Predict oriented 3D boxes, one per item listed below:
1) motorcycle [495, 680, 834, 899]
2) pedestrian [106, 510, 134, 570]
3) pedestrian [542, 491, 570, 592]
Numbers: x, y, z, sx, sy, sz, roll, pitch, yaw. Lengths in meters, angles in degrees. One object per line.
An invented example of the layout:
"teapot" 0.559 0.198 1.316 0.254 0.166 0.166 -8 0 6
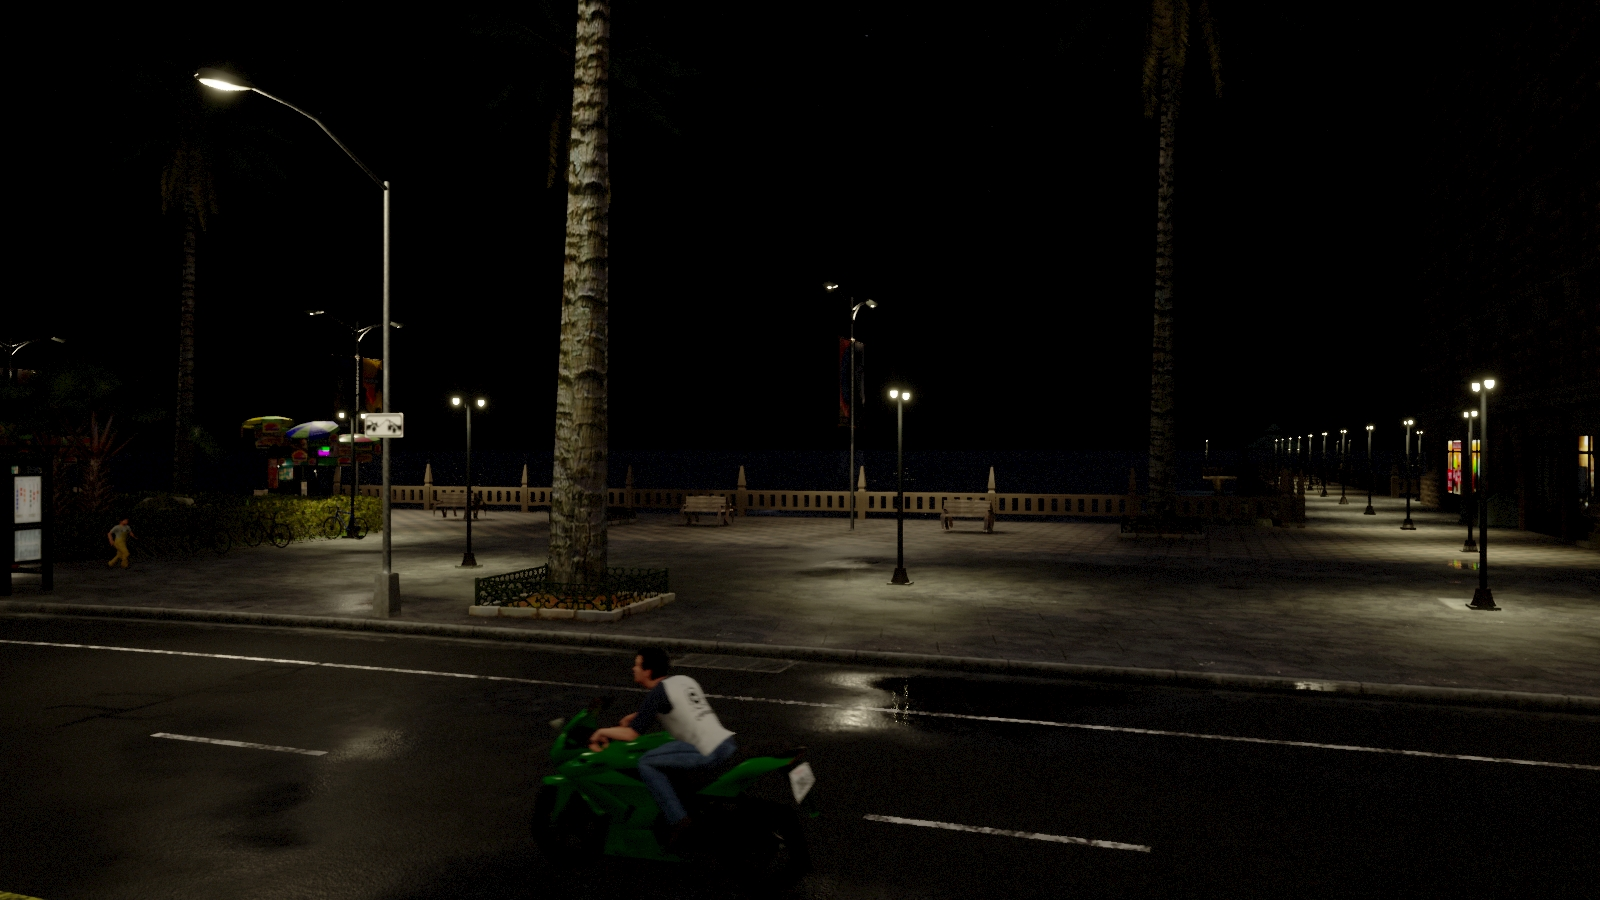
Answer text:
"motorcycle" -0.873 2.213 7.399 2.033 1.145 0.803 0 0 20
"pedestrian" -14.978 1.978 25.180 0.375 1.300 0.375 0 0 5
"pedestrian" -4.563 1.698 21.371 0.375 1.860 0.375 0 0 13
